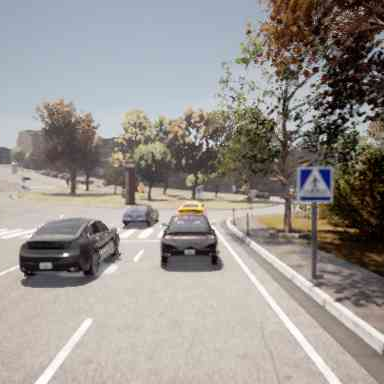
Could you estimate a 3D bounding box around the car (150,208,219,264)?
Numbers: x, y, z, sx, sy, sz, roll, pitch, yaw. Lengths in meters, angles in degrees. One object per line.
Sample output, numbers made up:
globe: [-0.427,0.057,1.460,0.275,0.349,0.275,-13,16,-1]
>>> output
car: [-0.110,1.548,12.093,2.128,1.511,4.902,0,0,-1]

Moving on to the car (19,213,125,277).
car: [-3.597,1.570,10.541,1.837,1.490,4.892,0,0,-1]

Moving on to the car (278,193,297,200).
car: [19.481,0.724,68.040,1.882,1.535,5.008,-1,2,-16]

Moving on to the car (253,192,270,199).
car: [14.823,0.822,71.653,2.128,1.511,4.902,-1,2,-24]

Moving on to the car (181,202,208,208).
car: [0.120,1.507,25.577,1.882,1.535,5.008,0,0,7]

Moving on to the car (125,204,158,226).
car: [-3.572,1.598,23.870,2.033,1.411,5.357,0,0,3]
